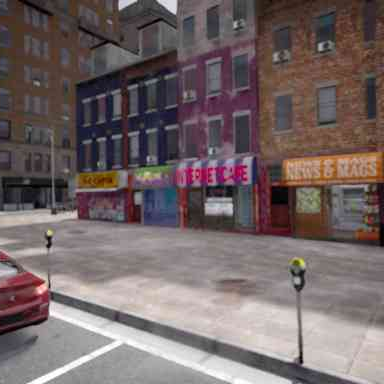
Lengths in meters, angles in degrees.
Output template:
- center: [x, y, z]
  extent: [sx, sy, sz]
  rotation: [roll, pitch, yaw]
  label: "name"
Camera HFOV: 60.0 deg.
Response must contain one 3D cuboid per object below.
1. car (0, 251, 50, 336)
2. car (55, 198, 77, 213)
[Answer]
- center: [-4.131, 1.592, 5.760]
  extent: [4.206, 1.307, 1.802]
  rotation: [0, -1, 35]
  label: "car"
- center: [-12.667, 1.400, 36.024]
  extent: [1.812, 1.442, 4.674]
  rotation: [-1, 0, 36]
  label: "car"
